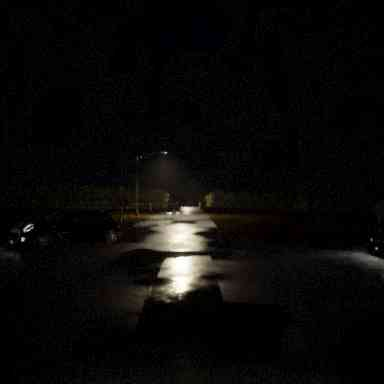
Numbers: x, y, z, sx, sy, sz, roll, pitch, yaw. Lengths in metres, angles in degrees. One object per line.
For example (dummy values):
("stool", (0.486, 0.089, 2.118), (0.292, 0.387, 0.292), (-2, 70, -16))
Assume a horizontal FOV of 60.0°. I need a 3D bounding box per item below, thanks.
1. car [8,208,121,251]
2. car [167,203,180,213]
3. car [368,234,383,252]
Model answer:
("car", (-5.551, 1.507, 14.875), (4.553, 1.767, 2.097), (3, -4, -43))
("car", (-2.710, 2.344, 50.691), (2.033, 1.411, 5.357), (0, -1, 0))
("car", (10.338, 2.016, 13.725), (5.357, 1.411, 2.033), (1, -1, 3))
